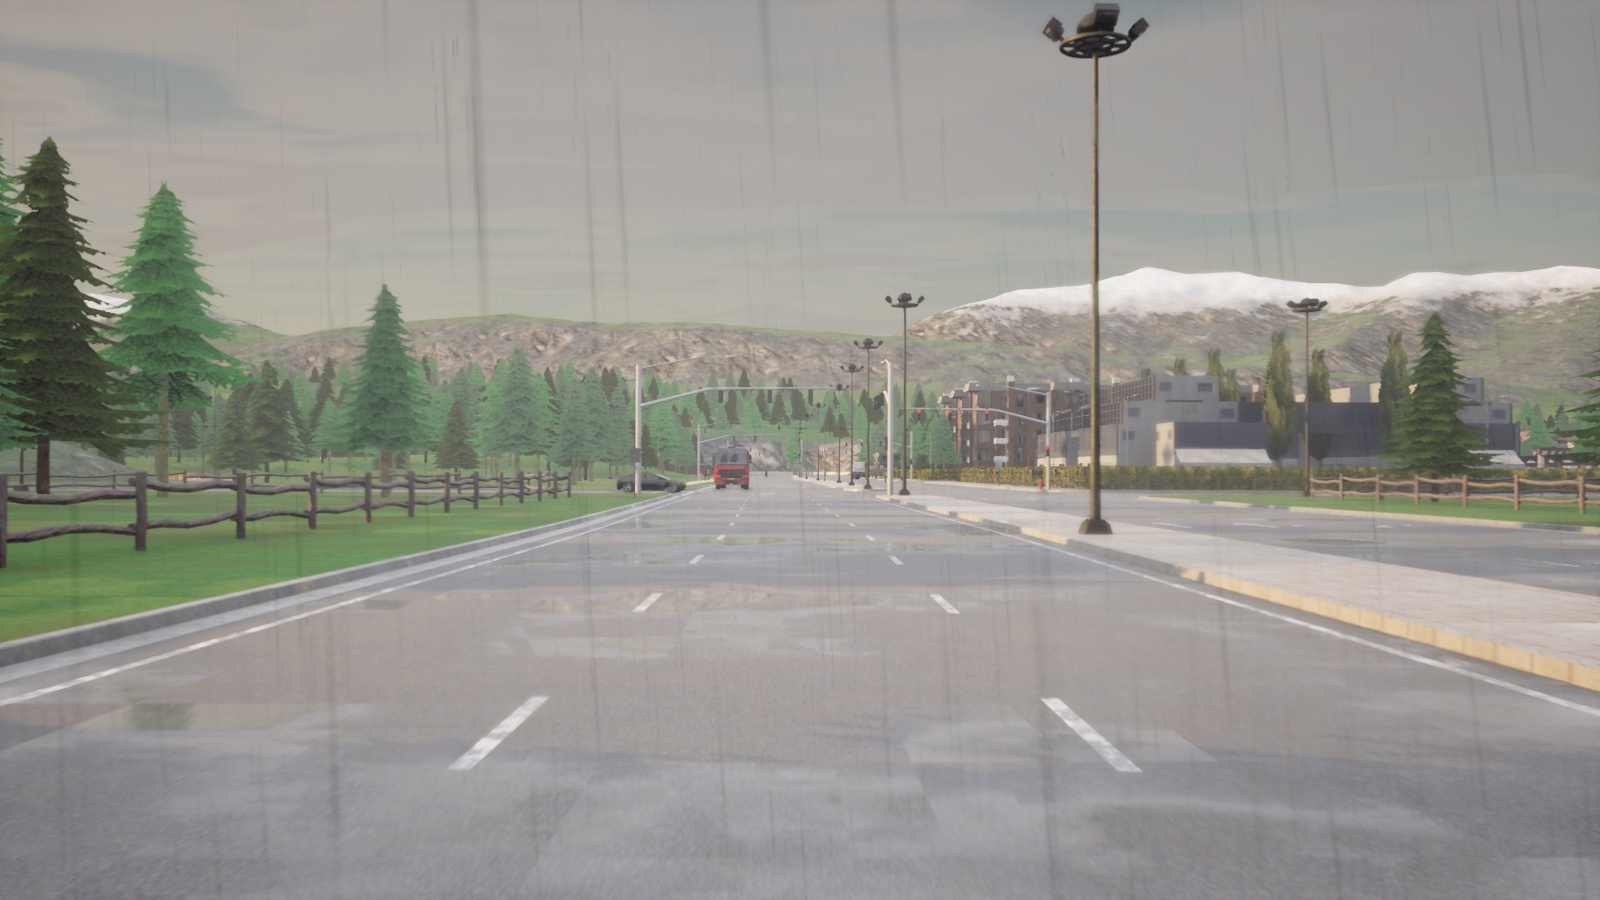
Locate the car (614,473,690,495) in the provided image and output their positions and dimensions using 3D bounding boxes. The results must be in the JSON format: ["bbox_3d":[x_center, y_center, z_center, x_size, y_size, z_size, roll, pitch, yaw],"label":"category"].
[{"bbox_3d":[-9.984,2.275,84.883,4.792,1.488,2.163,0,-1,4],"label":"car"}]
